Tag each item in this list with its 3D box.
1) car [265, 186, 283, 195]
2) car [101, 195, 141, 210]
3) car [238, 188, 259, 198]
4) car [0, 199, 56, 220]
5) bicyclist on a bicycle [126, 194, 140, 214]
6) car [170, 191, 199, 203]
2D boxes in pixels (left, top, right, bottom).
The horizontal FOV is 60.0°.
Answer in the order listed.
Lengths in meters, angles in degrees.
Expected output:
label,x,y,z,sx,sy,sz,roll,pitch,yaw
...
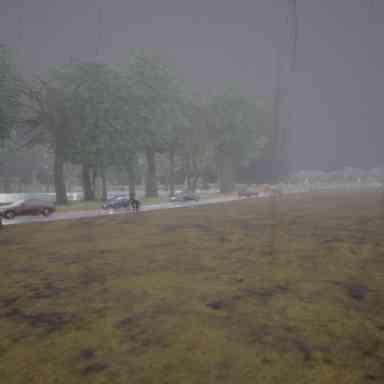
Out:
label,x,y,z,sx,sy,sz,roll,pitch,yaw
car,14.957,-0.365,60.835,1.882,1.535,5.008,-1,2,35
car,-7.258,1.036,34.532,1.812,1.442,4.674,-1,1,35
car,8.992,0.058,52.400,2.128,1.511,4.902,-1,1,35
car,-13.143,1.300,26.233,1.812,1.442,4.674,-1,0,35
bicyclist on a bicycle,-4.909,0.996,27.507,1.656,1.620,0.582,-1,1,35
car,-0.960,0.615,43.425,2.128,1.511,4.902,-1,1,35
